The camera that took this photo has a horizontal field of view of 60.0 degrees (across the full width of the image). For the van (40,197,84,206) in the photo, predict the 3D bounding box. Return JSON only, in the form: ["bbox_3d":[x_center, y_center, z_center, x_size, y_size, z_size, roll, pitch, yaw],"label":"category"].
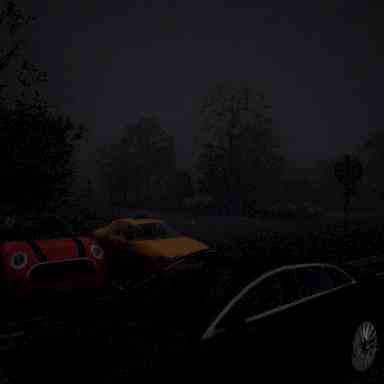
[{"bbox_3d":[-8.083,1.266,20.472,1.878,1.987,4.442,0,0,-36],"label":"van"}]

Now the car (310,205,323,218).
[{"bbox_3d":[11.271,1.746,34.603,2.185,1.767,4.553,1,-1,-36],"label":"car"}]

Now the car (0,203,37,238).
[{"bbox_3d":[-10.526,1.475,19.081,1.946,1.575,5.366,0,0,-36],"label":"car"}]

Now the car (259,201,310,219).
[{"bbox_3d":[8.724,1.844,32.709,2.002,1.452,4.674,2,-1,-36],"label":"car"}]

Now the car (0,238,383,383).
[{"bbox_3d":[0.476,1.494,4.020,4.902,1.511,2.128,0,0,-36],"label":"car"}]

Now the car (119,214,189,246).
[{"bbox_3d":[-1.390,1.484,10.089,1.946,1.575,5.366,0,0,-36],"label":"car"}]

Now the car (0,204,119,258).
[{"bbox_3d":[-3.881,1.347,8.557,2.185,1.767,4.553,0,0,-36],"label":"car"}]
